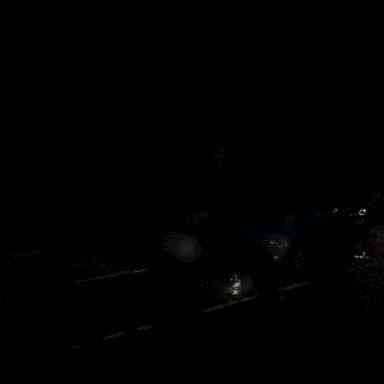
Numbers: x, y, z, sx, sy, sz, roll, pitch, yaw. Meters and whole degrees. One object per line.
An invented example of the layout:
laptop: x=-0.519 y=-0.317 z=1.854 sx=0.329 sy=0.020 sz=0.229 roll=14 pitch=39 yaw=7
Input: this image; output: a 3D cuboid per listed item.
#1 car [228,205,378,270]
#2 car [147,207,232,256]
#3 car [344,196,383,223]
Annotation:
car: x=3.775 y=1.374 z=10.877 sx=5.008 sy=1.535 sz=1.882 roll=-1 pitch=0 yaw=-35
car: x=0.661 y=1.392 z=12.960 sx=5.008 sy=1.535 sz=1.882 roll=-1 pitch=0 yaw=-35
car: x=10.346 y=1.057 z=19.863 sx=4.553 sy=1.767 sz=2.097 roll=-2 pitch=1 yaw=-35
